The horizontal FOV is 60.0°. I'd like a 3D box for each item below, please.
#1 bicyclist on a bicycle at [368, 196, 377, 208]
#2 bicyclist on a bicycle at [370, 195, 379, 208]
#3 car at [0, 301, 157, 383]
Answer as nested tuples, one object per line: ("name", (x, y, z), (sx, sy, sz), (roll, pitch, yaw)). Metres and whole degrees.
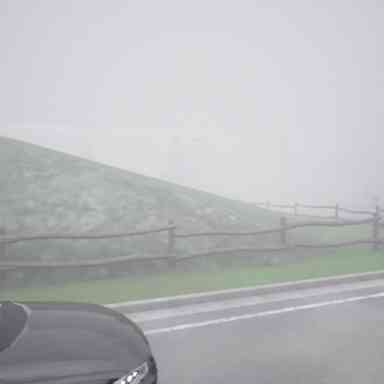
("bicyclist on a bicycle", (23.761, 1.283, 43.710), (1.656, 1.620, 0.582), (0, 0, -43))
("bicyclist on a bicycle", (24.063, 1.282, 43.382), (1.656, 1.620, 0.582), (0, 0, -43))
("car", (-2.694, 1.494, 2.504), (4.902, 1.511, 2.128), (0, 0, -22))
